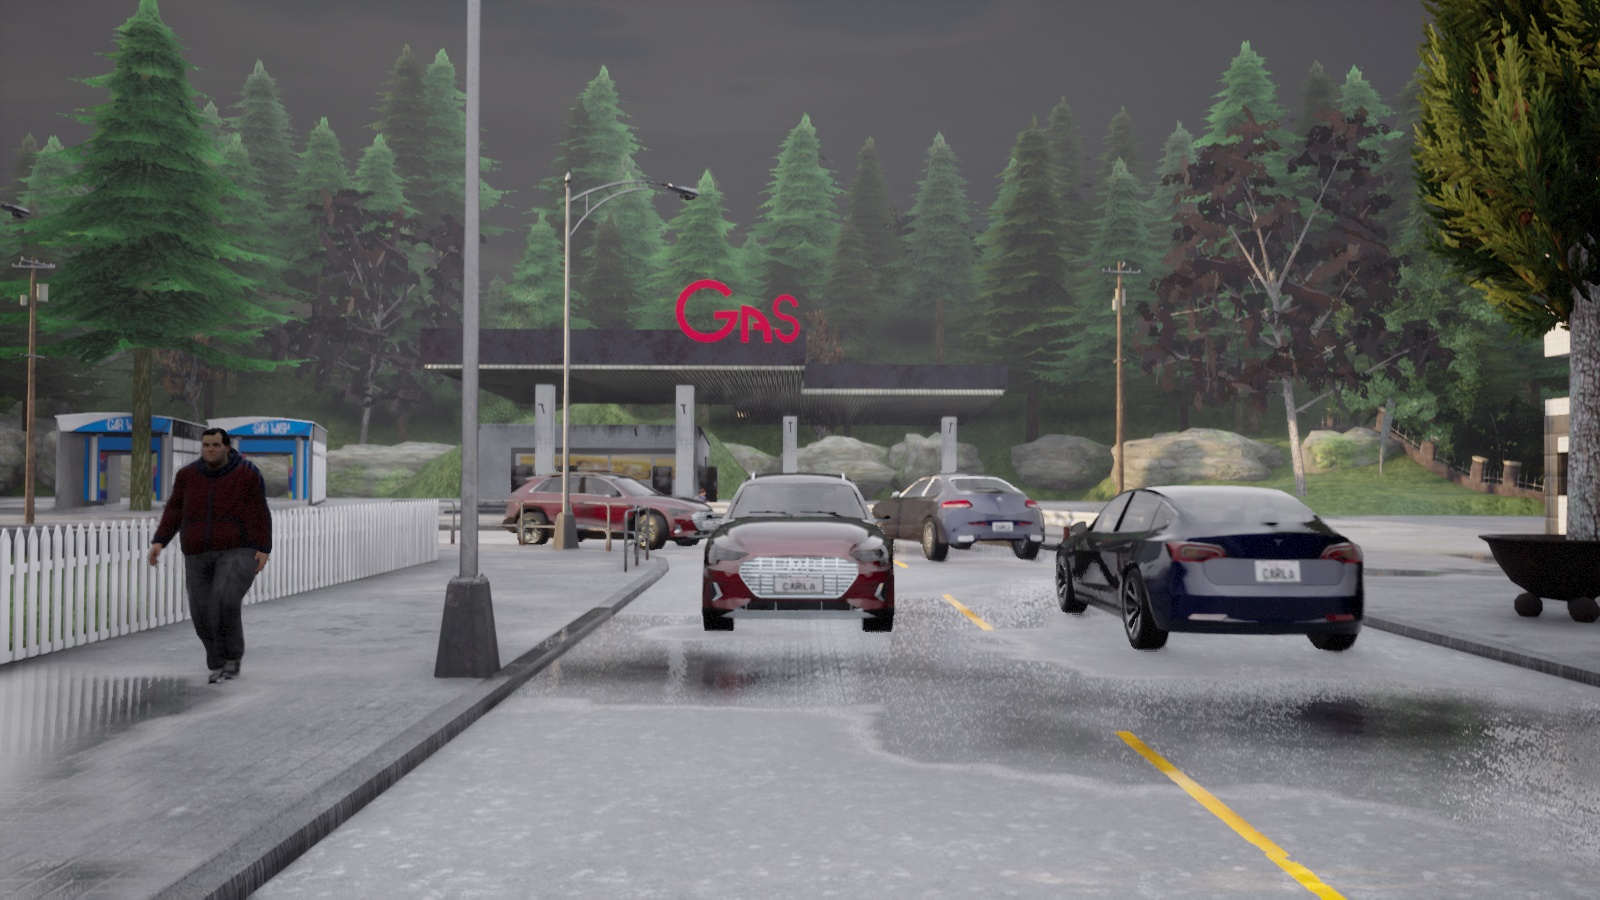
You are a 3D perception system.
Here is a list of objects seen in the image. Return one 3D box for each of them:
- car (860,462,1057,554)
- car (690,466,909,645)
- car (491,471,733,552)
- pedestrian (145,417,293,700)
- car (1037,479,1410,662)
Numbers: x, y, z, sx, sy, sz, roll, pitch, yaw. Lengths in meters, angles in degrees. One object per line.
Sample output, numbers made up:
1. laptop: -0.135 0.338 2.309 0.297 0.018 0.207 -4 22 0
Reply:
1. car: 2.988 1.084 25.020 2.152 1.651 5.027 0 -1 -15
2. car: -0.013 1.029 14.088 2.033 1.649 4.856 0 -1 0
3. car: -4.102 1.310 27.410 4.856 1.649 2.033 -1 -2 23
4. pedestrian: -3.989 0.717 8.679 0.634 1.844 0.899 0 -1 -3
5. car: 3.968 1.057 12.816 2.163 1.488 4.792 0 -1 0
